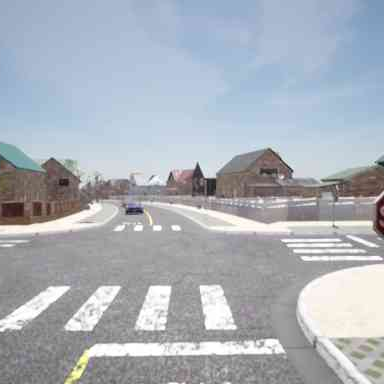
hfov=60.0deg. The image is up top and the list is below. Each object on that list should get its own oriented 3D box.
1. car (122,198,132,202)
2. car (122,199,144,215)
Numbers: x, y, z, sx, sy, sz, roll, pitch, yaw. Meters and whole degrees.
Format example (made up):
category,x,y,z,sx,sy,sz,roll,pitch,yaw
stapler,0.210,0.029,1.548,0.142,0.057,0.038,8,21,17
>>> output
category,x,y,z,sx,sy,sz,roll,pitch,yaw
car,-10.336,1.714,54.124,2.033,1.411,5.357,0,0,-17
car,-6.024,1.690,34.870,1.895,1.301,4.718,0,0,-10
